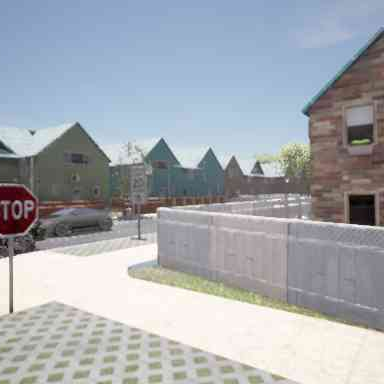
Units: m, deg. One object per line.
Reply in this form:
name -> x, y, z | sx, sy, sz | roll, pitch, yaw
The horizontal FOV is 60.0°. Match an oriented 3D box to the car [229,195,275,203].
car -> 4.642, 1.087, 27.073 | 2.097, 1.767, 4.553 | -1, 0, 36

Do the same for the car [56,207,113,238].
car -> -6.162, 1.469, 17.212 | 1.994, 1.385, 4.181 | -1, 0, 36

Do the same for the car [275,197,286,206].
car -> 9.477, 1.277, 38.672 | 1.994, 1.385, 4.181 | -1, 0, 36

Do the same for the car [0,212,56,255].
car -> -7.517, 1.131, 10.320 | 2.150, 2.045, 5.566 | -1, 0, 36
